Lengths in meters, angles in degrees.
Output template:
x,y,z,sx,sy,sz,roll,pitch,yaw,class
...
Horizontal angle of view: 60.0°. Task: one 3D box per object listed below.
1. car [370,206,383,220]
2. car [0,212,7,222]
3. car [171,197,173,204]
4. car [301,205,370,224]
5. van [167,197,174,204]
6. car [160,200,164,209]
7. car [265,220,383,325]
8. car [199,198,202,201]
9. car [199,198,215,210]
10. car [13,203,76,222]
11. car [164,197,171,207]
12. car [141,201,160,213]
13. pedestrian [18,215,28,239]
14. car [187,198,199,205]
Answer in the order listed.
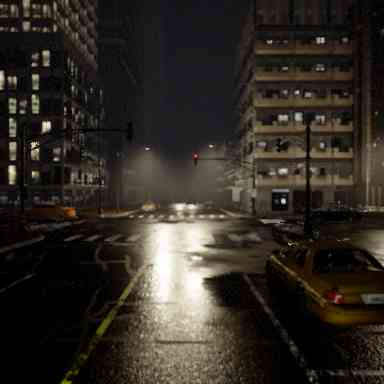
x,y,z,sx,sy,sz,roll,pitch,yaw,class
16.250,1.939,30.325,4.403,1.369,2.008,0,0,1,car
-16.600,1.752,24.936,4.718,1.301,1.895,0,0,0,car
-5.861,2.328,73.369,1.802,1.307,4.206,-1,-1,0,car
11.699,1.858,27.825,4.902,1.511,2.128,0,0,1,car
-5.902,2.261,90.335,1.690,1.788,3.998,-1,-1,0,van
-5.811,2.081,50.752,1.947,1.339,4.313,-1,-1,0,car
2.794,1.601,7.334,1.752,1.417,4.829,-1,-1,0,car
2.492,2.302,84.698,1.967,1.590,4.097,-1,-1,0,car
2.568,2.066,50.771,2.008,1.369,4.403,-1,-1,0,car
-12.425,1.651,28.076,5.008,1.535,1.882,1,0,1,car
-5.849,2.233,67.715,1.887,1.381,4.507,-1,-1,0,car
-5.799,1.982,44.929,1.752,1.417,4.829,-1,-1,0,car
-8.151,1.306,16.063,0.375,1.860,0.375,-1,0,0,pedestrian
-0.164,2.128,76.021,2.097,1.767,4.553,0,-1,0,car
